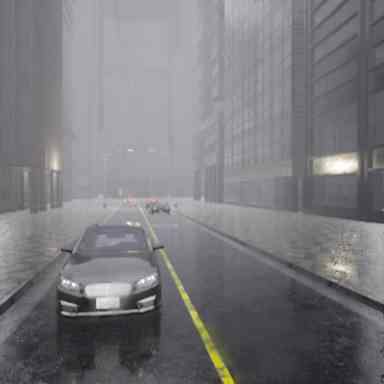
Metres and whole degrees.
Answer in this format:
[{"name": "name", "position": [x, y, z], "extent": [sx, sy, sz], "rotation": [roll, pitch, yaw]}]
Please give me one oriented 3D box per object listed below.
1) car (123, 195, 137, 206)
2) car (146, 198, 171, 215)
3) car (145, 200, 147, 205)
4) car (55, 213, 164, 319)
[{"name": "car", "position": [-10.442, 1.348, 56.021], "extent": [2.097, 1.767, 4.553], "rotation": [0, 0, -10]}, {"name": "car", "position": [-3.366, 1.599, 34.071], "extent": [1.895, 1.301, 4.718], "rotation": [0, 0, -10]}, {"name": "car", "position": [-5.176, 1.523, 44.109], "extent": [1.812, 1.442, 4.674], "rotation": [0, 0, -10]}, {"name": "car", "position": [-1.768, 1.490, 7.677], "extent": [2.128, 1.511, 4.902], "rotation": [0, 0, -10]}]
